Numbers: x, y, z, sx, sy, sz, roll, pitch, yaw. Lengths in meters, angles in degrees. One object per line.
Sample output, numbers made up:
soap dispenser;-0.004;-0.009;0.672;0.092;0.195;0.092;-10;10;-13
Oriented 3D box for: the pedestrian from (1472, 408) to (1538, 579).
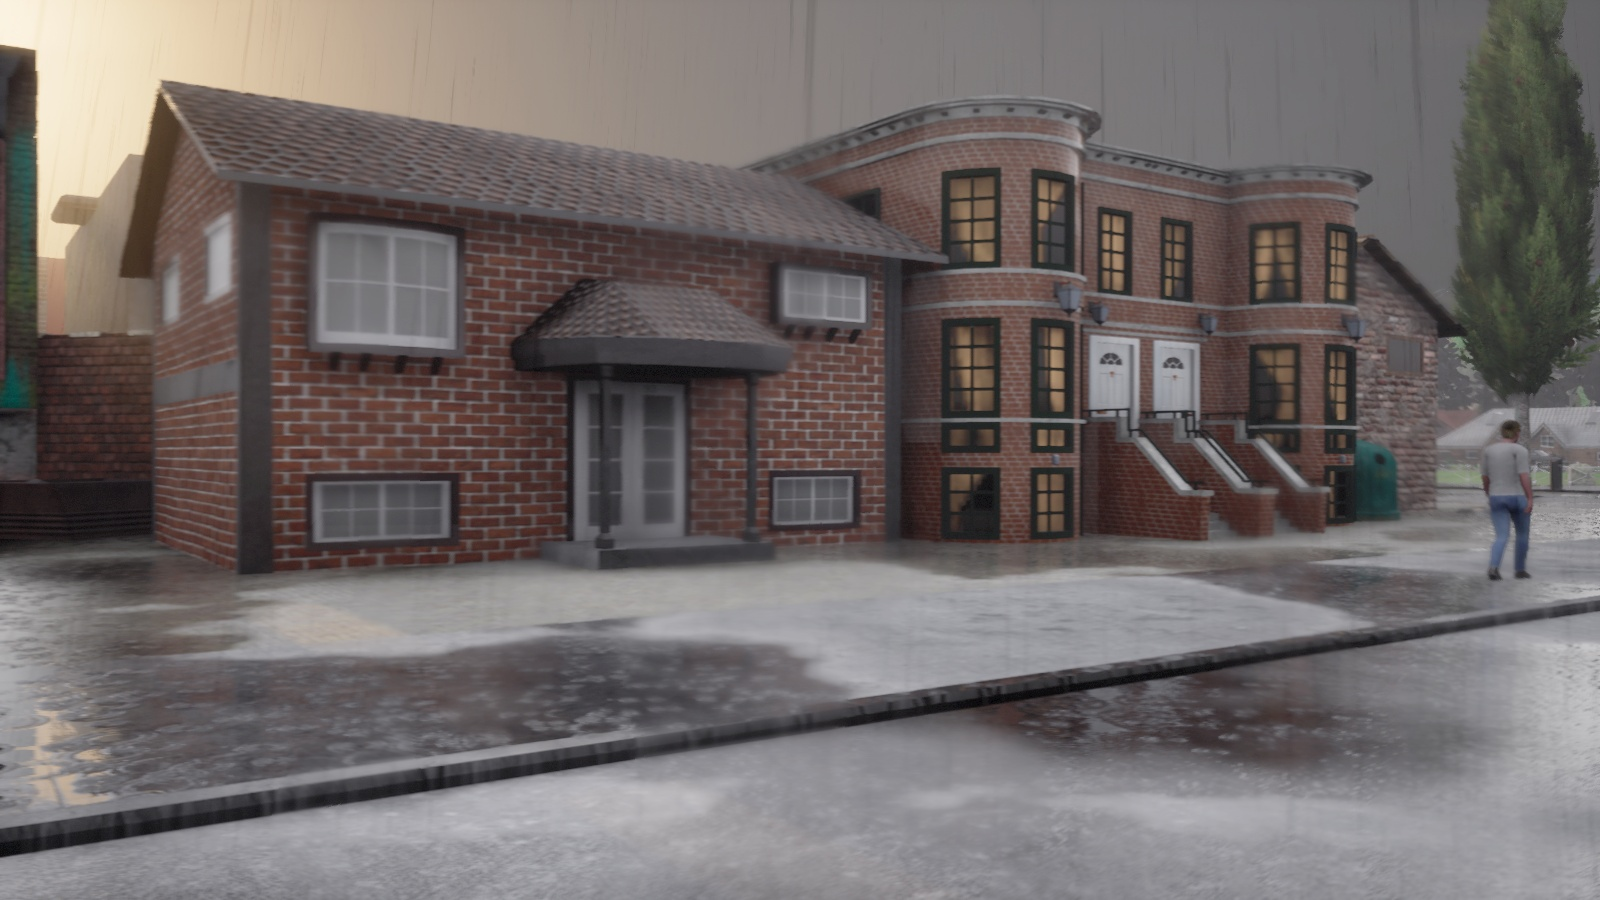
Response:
pedestrian;7.730;0.465;13.762;0.706;1.836;0.354;0;0;-34
